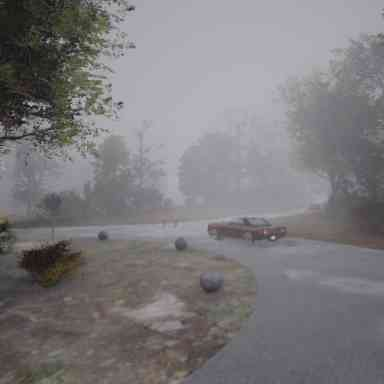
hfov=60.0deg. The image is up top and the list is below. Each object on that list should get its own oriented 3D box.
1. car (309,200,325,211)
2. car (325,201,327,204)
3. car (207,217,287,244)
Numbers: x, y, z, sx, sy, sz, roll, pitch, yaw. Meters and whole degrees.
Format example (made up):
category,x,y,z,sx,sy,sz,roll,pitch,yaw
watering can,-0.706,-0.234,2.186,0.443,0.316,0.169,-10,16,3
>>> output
category,x,y,z,sx,sy,sz,roll,pitch,yaw
car,24.711,2.929,66.736,2.128,1.511,4.902,-1,-1,31
car,33.311,2.647,82.211,1.837,1.490,4.892,-1,1,26
car,2.860,2.066,18.601,1.895,1.301,4.718,1,-2,-33
